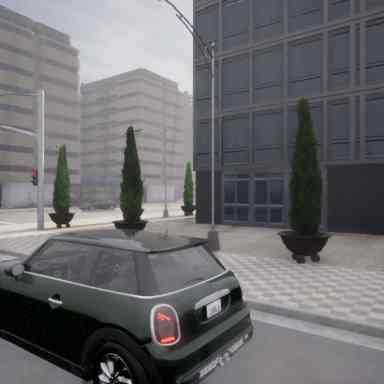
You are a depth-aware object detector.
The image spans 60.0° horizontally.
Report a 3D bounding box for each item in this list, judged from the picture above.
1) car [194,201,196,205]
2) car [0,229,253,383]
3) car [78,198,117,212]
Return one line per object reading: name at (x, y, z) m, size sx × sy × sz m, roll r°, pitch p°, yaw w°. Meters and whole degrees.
car at (2.101, 1.581, 58.827) m, size 1.812 × 1.442 × 4.674 m, roll 0°, pitch 0°, yaw 36°
car at (-1.477, 1.352, 5.047) m, size 4.553 × 1.767 × 2.097 m, roll 0°, pitch 0°, yaw 35°
car at (-11.303, 1.560, 39.942) m, size 1.837 × 1.490 × 4.892 m, roll 0°, pitch 0°, yaw 35°
